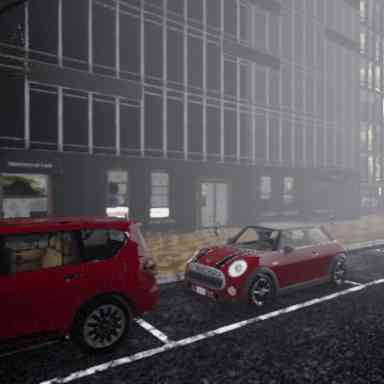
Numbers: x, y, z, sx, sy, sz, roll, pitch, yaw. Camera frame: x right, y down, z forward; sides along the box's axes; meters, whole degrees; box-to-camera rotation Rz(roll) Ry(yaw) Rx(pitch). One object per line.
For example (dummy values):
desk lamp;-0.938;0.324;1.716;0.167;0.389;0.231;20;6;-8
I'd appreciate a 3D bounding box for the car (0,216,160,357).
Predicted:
car;-2.830;1.316;4.549;5.009;1.841;2.192;0;-1;-35

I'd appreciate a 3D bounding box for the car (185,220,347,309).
car;1.809;1.468;7.857;4.097;1.590;1.967;0;-1;-35
